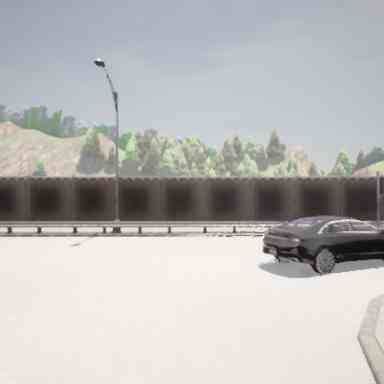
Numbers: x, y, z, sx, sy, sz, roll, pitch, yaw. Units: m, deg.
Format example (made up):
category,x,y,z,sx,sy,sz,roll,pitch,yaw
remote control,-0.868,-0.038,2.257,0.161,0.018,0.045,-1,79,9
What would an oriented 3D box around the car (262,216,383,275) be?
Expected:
category,x,y,z,sx,sy,sz,roll,pitch,yaw
car,4.541,1.497,10.381,4.902,1.511,2.128,0,-1,-23
